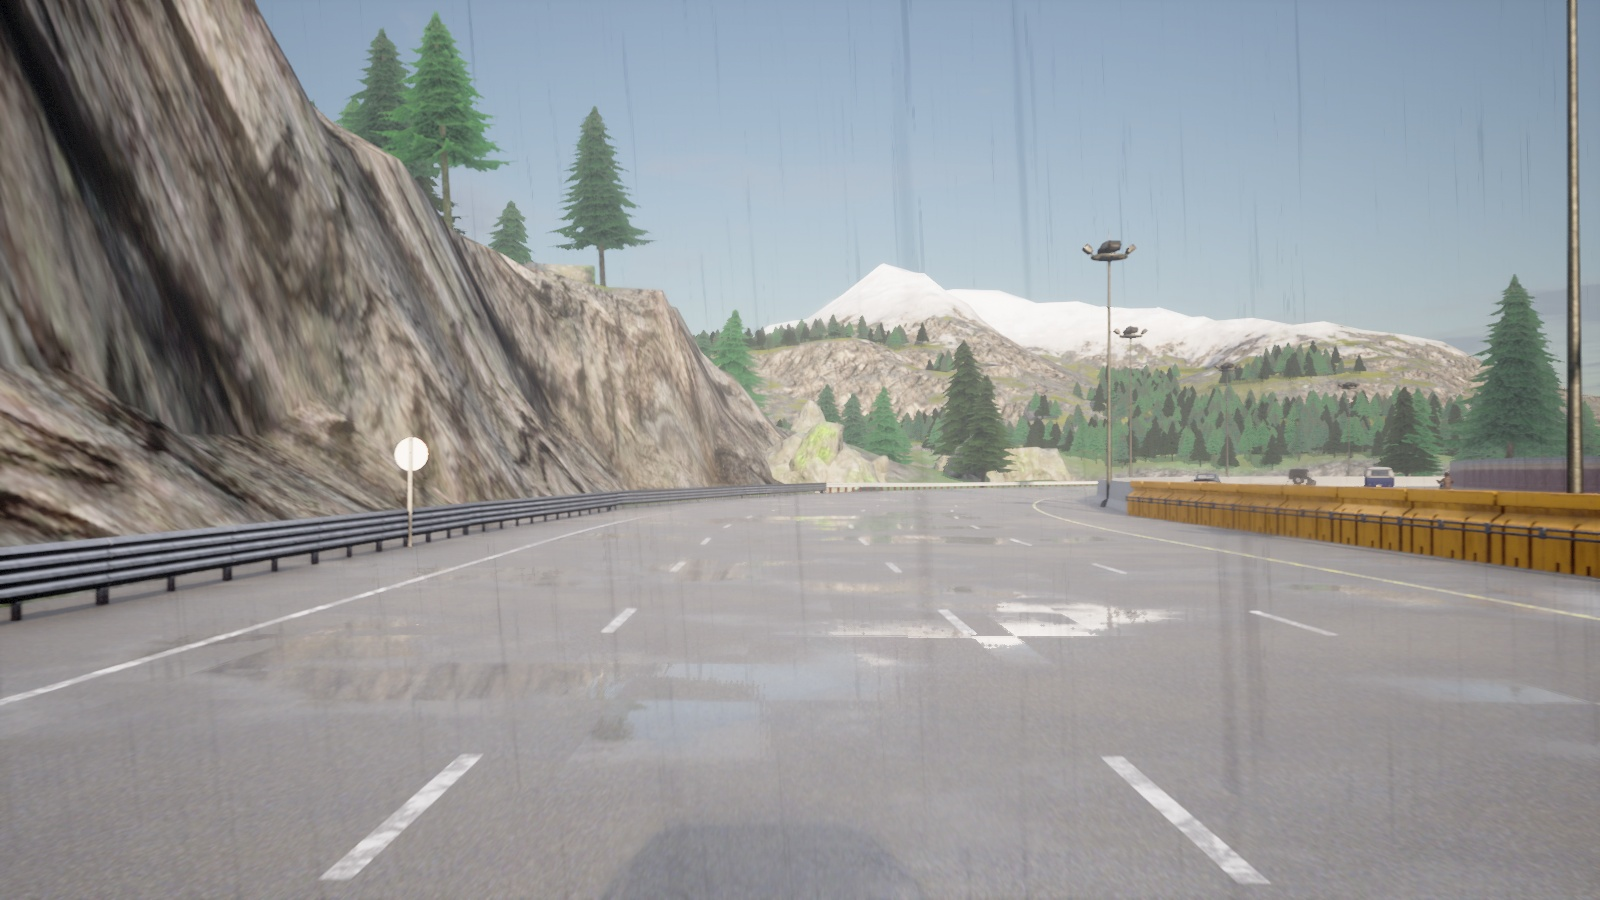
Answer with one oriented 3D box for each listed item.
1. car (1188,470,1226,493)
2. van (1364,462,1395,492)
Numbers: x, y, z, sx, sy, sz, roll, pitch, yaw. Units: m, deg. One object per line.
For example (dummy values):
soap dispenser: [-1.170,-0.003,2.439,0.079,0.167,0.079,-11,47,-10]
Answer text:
car: [26.752,2.044,82.460,2.128,1.511,4.902,-1,-1,21]
van: [38.967,1.825,84.485,1.775,1.987,4.442,-1,-1,24]
